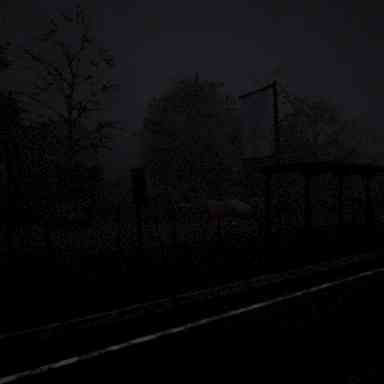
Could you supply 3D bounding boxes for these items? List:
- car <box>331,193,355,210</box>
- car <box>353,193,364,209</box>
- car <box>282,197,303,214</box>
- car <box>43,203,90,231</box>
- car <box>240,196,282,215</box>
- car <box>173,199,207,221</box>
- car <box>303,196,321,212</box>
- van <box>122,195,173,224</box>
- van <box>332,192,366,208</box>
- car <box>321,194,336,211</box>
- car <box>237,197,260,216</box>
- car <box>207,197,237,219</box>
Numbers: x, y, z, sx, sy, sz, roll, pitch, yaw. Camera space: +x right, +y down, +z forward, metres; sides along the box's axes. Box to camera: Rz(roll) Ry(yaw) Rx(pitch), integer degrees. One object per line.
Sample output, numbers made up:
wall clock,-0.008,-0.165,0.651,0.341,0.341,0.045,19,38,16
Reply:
car,14.666,1.219,36.949,1.946,1.575,5.366,-1,0,-36
car,16.801,1.231,38.740,2.163,1.488,4.792,-1,0,-36
car,7.782,1.285,32.266,2.097,1.535,5.008,-1,0,-36
car,-8.005,1.470,20.942,2.163,1.488,4.792,-1,0,-36
car,5.508,1.181,30.673,2.185,1.767,4.553,-1,0,-36
car,-1.246,1.413,25.803,2.002,1.452,4.674,-1,0,-36
car,10.047,1.265,33.870,2.231,1.521,4.892,-1,0,-36
van,-3.575,1.169,24.286,1.878,1.987,4.442,-1,0,-36
van,19.141,0.955,40.232,1.878,1.987,4.442,-1,0,-36
car,12.284,1.272,35.512,2.163,1.488,4.792,-1,0,-36
car,3.271,1.368,29.032,2.002,1.452,4.674,-1,0,-36
car,1.014,1.350,27.416,2.097,1.535,5.008,-1,0,-36
